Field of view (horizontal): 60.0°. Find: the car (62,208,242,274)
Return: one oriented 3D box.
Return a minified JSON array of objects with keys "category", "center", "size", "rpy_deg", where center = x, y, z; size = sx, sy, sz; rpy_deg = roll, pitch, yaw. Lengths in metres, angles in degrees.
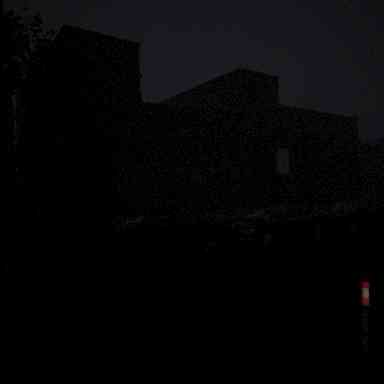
[{"category":"car","center":[-1.195,1.255,9.765],"size":[5.008,1.535,2.097],"rpy_deg":[-1,0,-33]}]

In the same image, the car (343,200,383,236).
[{"category":"car","center":[7.832,1.171,16.219],"size":[5.008,1.535,2.097],"rpy_deg":[0,0,-33]}]

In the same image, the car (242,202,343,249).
[{"category":"car","center":[3.313,1.224,12.988],"size":[4.892,1.521,2.231],"rpy_deg":[-1,1,-33]}]
